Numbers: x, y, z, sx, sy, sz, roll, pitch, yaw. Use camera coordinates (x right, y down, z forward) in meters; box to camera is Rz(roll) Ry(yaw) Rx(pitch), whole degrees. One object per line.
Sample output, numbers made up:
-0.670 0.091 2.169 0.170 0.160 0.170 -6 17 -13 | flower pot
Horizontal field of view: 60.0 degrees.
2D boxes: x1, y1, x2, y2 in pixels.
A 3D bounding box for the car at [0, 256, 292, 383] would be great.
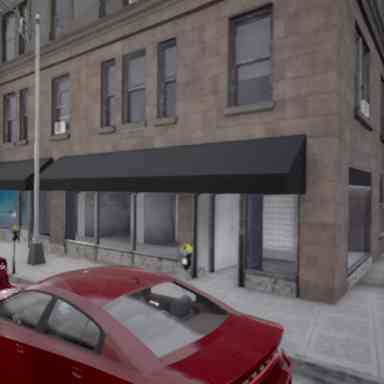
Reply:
-1.186 1.557 3.829 4.507 1.381 1.887 0 1 36 | car
